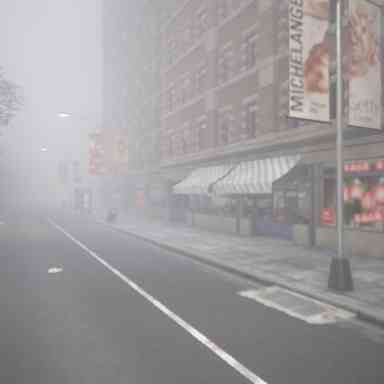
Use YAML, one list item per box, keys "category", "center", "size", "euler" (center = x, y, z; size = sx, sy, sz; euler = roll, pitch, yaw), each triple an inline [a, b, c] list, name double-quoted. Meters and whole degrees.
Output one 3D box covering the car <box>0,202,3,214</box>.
- category: "car"
  center: [-24.045, 1.658, 39.948]
  size: [2.097, 1.767, 4.553]
  euler: [0, 0, -27]
